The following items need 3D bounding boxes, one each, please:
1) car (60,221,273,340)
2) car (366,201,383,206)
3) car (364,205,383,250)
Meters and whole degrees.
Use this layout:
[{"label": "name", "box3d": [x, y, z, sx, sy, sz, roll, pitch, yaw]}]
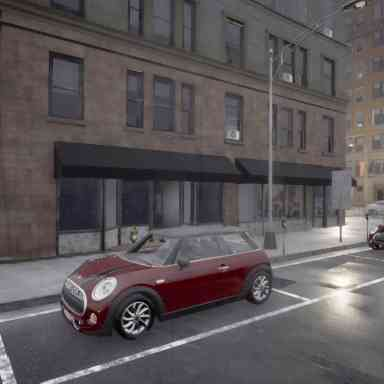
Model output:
[{"label": "car", "box3d": [-0.362, 1.441, 6.488, 4.097, 1.590, 1.967, 0, 0, -35]}, {"label": "car", "box3d": [17.252, 1.469, 28.349, 1.812, 1.442, 4.674, 1, 0, -36]}, {"label": "car", "box3d": [8.598, 1.445, 12.845, 4.097, 1.590, 1.967, 0, 0, -35]}]
